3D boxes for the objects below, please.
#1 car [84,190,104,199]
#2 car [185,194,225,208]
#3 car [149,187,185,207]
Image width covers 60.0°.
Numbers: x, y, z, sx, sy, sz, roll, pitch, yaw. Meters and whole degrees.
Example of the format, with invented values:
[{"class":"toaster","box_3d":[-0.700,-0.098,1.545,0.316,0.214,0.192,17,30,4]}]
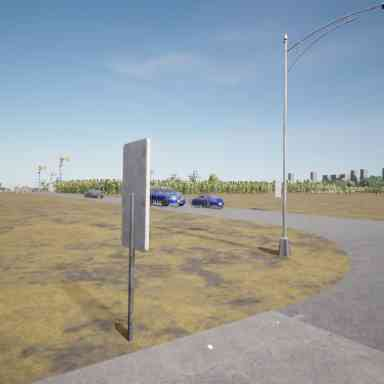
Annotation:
[{"class":"car","box_3d":[-16.247,0.336,55.032,2.033,1.411,5.357,2,0,-35]},{"class":"car","box_3d":[1.580,0.963,35.617,1.812,1.442,4.674,2,0,-35]},{"class":"car","box_3d":[-2.883,0.518,35.756,2.150,2.045,5.566,2,0,-35]}]
